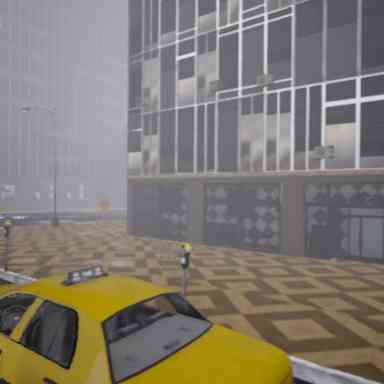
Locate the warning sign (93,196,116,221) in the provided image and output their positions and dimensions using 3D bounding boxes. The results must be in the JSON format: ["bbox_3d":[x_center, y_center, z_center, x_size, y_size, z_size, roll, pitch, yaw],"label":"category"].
[{"bbox_3d":[-6.719,1.238,25.614,1.300,1.860,1.060,2,1,33],"label":"warning sign"}]

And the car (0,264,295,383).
[{"bbox_3d":[-1.351,1.492,3.690,4.829,1.417,1.752,1,0,36],"label":"car"}]
